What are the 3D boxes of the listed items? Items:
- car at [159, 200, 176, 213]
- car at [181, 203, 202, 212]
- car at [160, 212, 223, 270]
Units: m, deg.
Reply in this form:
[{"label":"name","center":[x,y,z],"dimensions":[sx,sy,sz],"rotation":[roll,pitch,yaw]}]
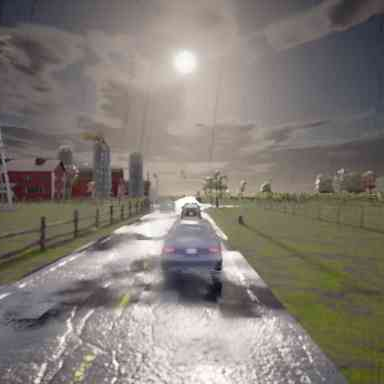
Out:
[{"label":"car","center":[-3.014,1.753,41.230],"dimensions":[1.837,1.490,4.892],"rotation":[0,-1,0]},{"label":"car","center":[-0.070,1.708,30.731],"dimensions":[1.812,1.442,4.674],"rotation":[0,0,0]},{"label":"car","center":[-0.007,1.614,11.256],"dimensions":[2.033,1.411,5.357],"rotation":[0,0,0]}]
